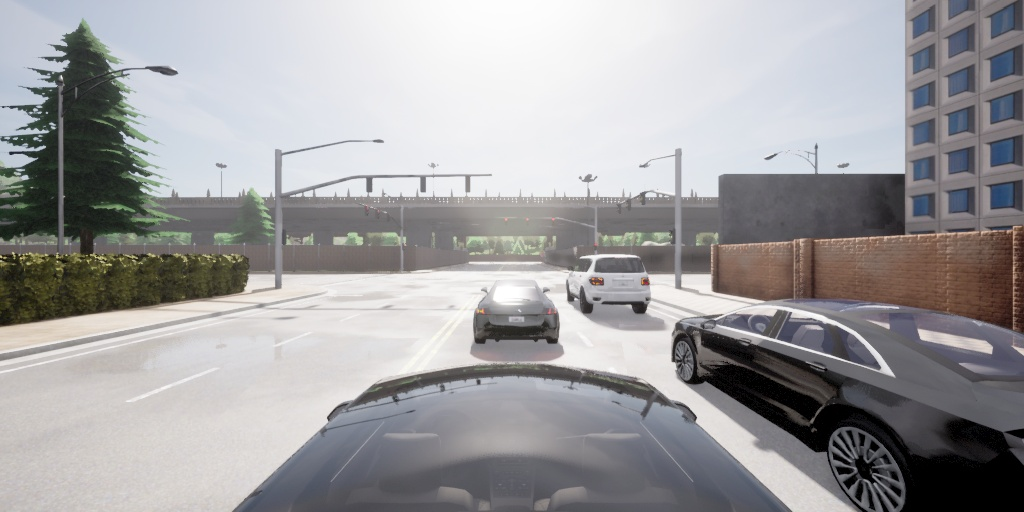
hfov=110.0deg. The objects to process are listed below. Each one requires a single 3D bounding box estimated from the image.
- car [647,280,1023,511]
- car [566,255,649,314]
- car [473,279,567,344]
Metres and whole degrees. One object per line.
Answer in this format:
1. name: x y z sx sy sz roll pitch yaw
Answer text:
1. car: 3.596 1.242 4.150 2.128 1.511 4.902 0 0 0
2. car: 3.493 0.971 13.955 2.150 2.045 5.566 0 0 0
3. car: 0.096 1.314 9.611 1.994 1.385 4.181 0 0 0
